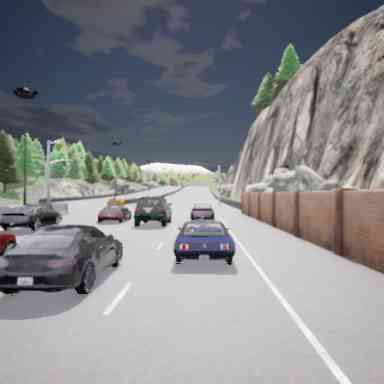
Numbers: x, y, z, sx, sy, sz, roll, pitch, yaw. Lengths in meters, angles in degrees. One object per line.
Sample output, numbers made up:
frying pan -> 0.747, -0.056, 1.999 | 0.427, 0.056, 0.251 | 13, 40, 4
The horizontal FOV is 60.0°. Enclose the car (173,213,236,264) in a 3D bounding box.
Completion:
car -> 0.416, 1.669, 12.101 | 1.895, 1.301, 4.718 | 0, 0, 1

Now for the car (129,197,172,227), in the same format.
car -> -2.744, 1.349, 24.261 | 2.150, 2.045, 5.566 | 0, 0, 2

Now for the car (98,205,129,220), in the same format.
car -> -6.169, 1.695, 26.955 | 1.994, 1.385, 4.181 | 0, -1, 2

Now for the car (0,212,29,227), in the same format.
car -> -6.651, 1.509, 8.858 | 1.882, 1.535, 5.008 | 0, 0, 1

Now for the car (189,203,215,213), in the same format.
car -> 0.820, 1.641, 26.395 | 2.128, 1.511, 4.902 | 0, 0, 1

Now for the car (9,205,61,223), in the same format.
car -> -9.842, 1.581, 20.753 | 2.128, 1.511, 4.902 | 0, 0, 2

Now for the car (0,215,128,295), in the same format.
car -> -3.158, 1.566, 8.698 | 1.812, 1.442, 4.674 | 0, 0, 1
